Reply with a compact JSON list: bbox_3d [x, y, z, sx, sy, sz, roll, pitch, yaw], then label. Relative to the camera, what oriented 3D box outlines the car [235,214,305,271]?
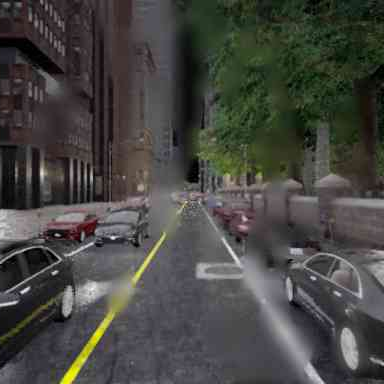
[{"bbox_3d":[2.776,1.621,10.919,1.947,1.339,4.313,0,0,0],"label":"car"}]

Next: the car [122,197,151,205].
[{"bbox_3d":[-5.699,1.402,33.029,2.192,1.841,5.009,0,0,0],"label":"car"}]

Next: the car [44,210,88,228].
[{"bbox_3d":[-5.736,1.606,16.453,1.887,1.381,4.507,0,0,0],"label":"car"}]

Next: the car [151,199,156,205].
[{"bbox_3d":[-5.687,1.526,38.552,1.967,1.590,4.097,0,0,0],"label":"car"}]

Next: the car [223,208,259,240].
[{"bbox_3d":[2.790,1.656,16.445,1.802,1.307,4.206,0,0,0],"label":"car"}]

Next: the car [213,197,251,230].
[{"bbox_3d":[2.802,1.402,21.970,2.192,1.841,5.009,0,0,0],"label":"car"}]

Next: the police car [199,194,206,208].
[{"bbox_3d":[2.468,1.514,50.976,1.930,1.638,5.238,0,0,0],"label":"police car"}]

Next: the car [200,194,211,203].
[{"bbox_3d":[2.911,1.377,71.691,2.192,1.841,5.009,0,0,0],"label":"car"}]

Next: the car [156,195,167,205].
[{"bbox_3d":[-5.640,1.618,60.650,2.008,1.369,4.403,0,0,0],"label":"car"}]

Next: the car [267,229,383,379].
[{"bbox_3d":[2.766,1.583,5.393,2.008,1.369,4.403,0,0,0],"label":"car"}]

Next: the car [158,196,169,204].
[{"bbox_3d":[-5.628,1.585,66.004,1.752,1.417,4.829,0,0,0],"label":"car"}]

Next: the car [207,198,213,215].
[{"bbox_3d":[2.827,1.645,33.021,1.887,1.381,4.507,0,0,0],"label":"car"}]

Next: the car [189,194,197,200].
[{"bbox_3d":[0.175,1.322,84.656,1.882,1.535,5.008,0,0,0],"label":"car"}]

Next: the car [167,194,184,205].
[{"bbox_3d":[-2.913,1.551,59.367,1.882,1.535,5.008,0,0,1],"label":"car"}]

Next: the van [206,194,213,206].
[{"bbox_3d":[2.839,1.440,38.544,1.690,1.788,3.998,0,0,0],"label":"van"}]

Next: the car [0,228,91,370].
[{"bbox_3d":[-3.095,1.525,4.497,1.837,1.490,4.892,0,-1,0],"label":"car"}]

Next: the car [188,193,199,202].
[{"bbox_3d":[0.141,1.431,69.270,1.994,1.385,4.181,0,0,0],"label":"car"}]

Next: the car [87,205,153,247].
[{"bbox_3d":[-3.062,1.567,15.408,1.837,1.490,4.892,0,0,0],"label":"car"}]

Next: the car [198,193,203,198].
[{"bbox_3d":[2.899,1.387,66.166,2.192,1.841,5.009,0,0,0],"label":"car"}]
